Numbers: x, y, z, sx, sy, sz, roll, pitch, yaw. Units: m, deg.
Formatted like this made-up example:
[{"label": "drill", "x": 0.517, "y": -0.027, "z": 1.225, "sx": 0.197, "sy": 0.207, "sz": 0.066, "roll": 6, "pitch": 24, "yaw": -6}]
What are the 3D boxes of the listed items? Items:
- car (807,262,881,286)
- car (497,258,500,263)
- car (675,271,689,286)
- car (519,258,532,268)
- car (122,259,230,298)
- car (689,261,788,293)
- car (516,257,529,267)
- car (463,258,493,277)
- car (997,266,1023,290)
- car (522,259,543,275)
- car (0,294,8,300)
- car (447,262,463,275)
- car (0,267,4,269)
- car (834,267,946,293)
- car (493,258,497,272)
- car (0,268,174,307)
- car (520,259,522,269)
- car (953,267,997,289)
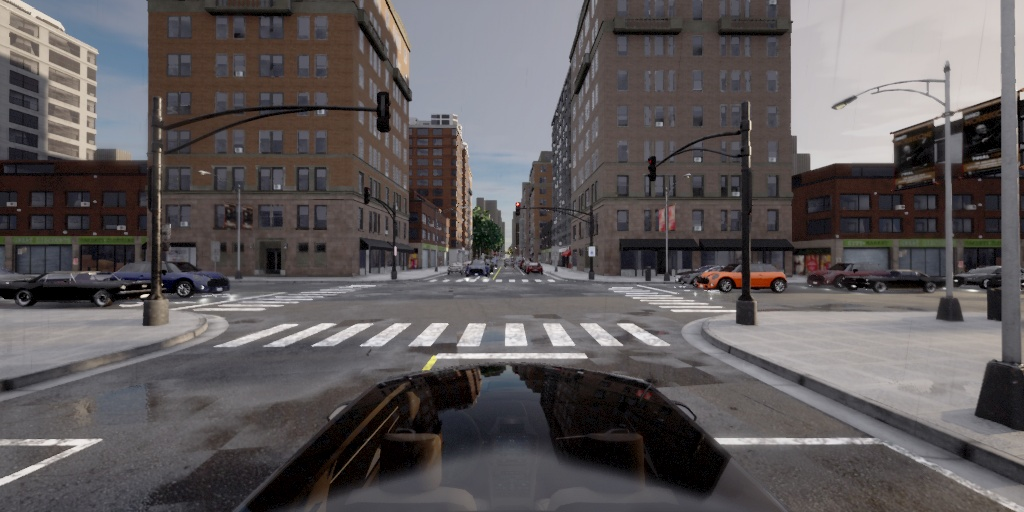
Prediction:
[{"label": "car", "x": 22.871, "y": 1.255, "z": 24.419, "sx": 4.553, "sy": 1.767, "sz": 2.097, "roll": 0, "pitch": 0, "yaw": -1}, {"label": "car", "x": -3.591, "y": 1.403, "z": 64.979, "sx": 2.033, "sy": 1.411, "sz": 5.357, "roll": 0, "pitch": 0, "yaw": 0}, {"label": "car", "x": 13.677, "y": 1.354, "z": 24.358, "sx": 4.902, "sy": 1.511, "sz": 2.128, "roll": 0, "pitch": 0, "yaw": 0}, {"label": "car", "x": 2.302, "y": 1.339, "z": 51.042, "sx": 1.751, "sy": 1.417, "sz": 4.829, "roll": 0, "pitch": 0, "yaw": -1}, {"label": "car", "x": -16.457, "y": 1.029, "z": 17.410, "sx": 4.553, "sy": 1.767, "sz": 2.097, "roll": 0, "pitch": 0, "yaw": -1}, {"label": "car", "x": 13.379, "y": 1.186, "z": 21.089, "sx": 4.553, "sy": 1.767, "sz": 2.097, "roll": 0, "pitch": 0, "yaw": -1}, {"label": "car", "x": 2.238, "y": 1.144, "z": 56.379, "sx": 2.192, "sy": 1.841, "sz": 5.009, "roll": 0, "pitch": 0, "yaw": -1}, {"label": "car", "x": -3.312, "y": 1.135, "z": 35.651, "sx": 2.097, "sy": 1.767, "sz": 4.553, "roll": 0, "pitch": 0, "yaw": 0}, {"label": "car", "x": 32.303, "y": 1.483, "z": 21.242, "sx": 4.181, "sy": 1.385, "sz": 1.994, "roll": 0, "pitch": 0, "yaw": -1}, {"label": "car", "x": 2.437, "y": 1.335, "z": 39.860, "sx": 1.888, "sy": 1.381, "sz": 4.507, "roll": 0, "pitch": 0, "yaw": -1}, {"label": "car", "x": -5.855, "y": 1.190, "z": 1.400, "sx": 1.967, "sy": 1.591, "sz": 4.097, "roll": 0, "pitch": 0, "yaw": 0}, {"label": "car", "x": -6.088, "y": 1.340, "z": 39.760, "sx": 2.007, "sy": 1.370, "sz": 4.403, "roll": 0, "pitch": 0, "yaw": -1}, {"label": "car", "x": -25.930, "y": 1.187, "z": 17.301, "sx": 5.357, "sy": 1.411, "sz": 2.033, "roll": 0, "pitch": 0, "yaw": -1}, {"label": "car", "x": 22.365, "y": 1.475, "z": 21.164, "sx": 4.718, "sy": 1.301, "sz": 1.895, "roll": 0, "pitch": 0, "yaw": -1}, {"label": "car", "x": -3.400, "y": 1.154, "z": 45.522, "sx": 2.097, "sy": 1.767, "sz": 4.553, "roll": 0, "pitch": 0, "yaw": -1}, {"label": "car", "x": -16.674, "y": 1.250, "z": 14.125, "sx": 4.718, "sy": 1.301, "sz": 1.895, "roll": 0, "pitch": 0, "yaw": 0}, {"label": "car", "x": 2.371, "y": 1.367, "z": 45.366, "sx": 1.948, "sy": 1.339, "sz": 4.313, "roll": 0, "pitch": 0, "yaw": -1}, {"label": "car", "x": 32.754, "y": 1.453, "z": 24.495, "sx": 4.892, "sy": 1.490, "sz": 1.837, "roll": 0, "pitch": 0, "yaw": 0}]
